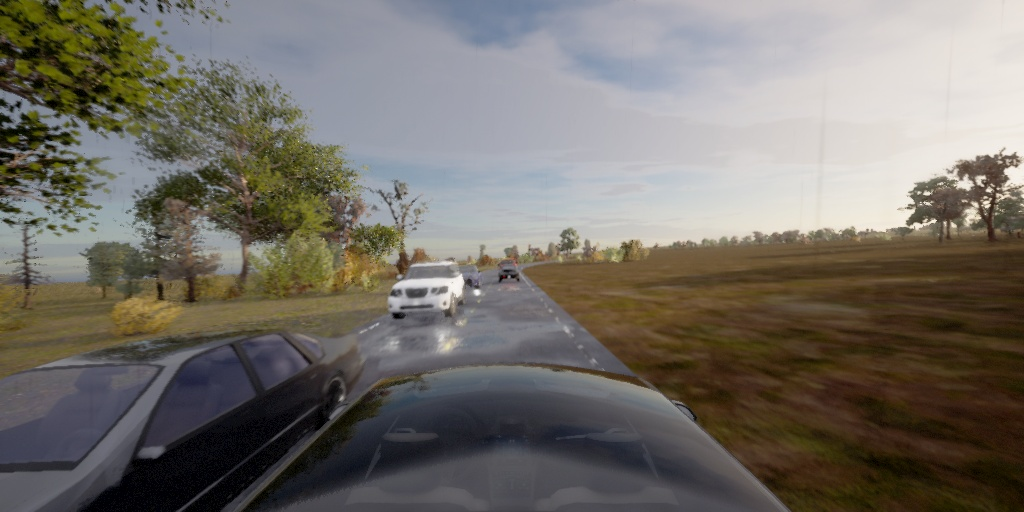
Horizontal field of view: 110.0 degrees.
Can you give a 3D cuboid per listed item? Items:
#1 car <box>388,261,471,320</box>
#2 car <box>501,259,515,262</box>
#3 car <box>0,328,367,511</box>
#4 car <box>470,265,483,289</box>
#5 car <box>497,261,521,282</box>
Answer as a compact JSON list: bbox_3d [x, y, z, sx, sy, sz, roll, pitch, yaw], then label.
[{"bbox_3d":[-3.228,1.249,14.695,2.150,2.045,5.566,-3,-1,-1],"label":"car"},{"bbox_3d":[-0.433,1.370,44.671,2.150,2.045,5.566,-3,0,0],"label":"car"},{"bbox_3d":[-3.092,1.465,3.137,2.033,1.411,5.357,-3,-1,-1],"label":"car"},{"bbox_3d":[-3.331,1.489,26.596,2.097,1.767,4.553,-3,-1,0],"label":"car"},{"bbox_3d":[-0.262,1.540,32.756,1.837,1.490,4.892,-3,0,0],"label":"car"}]
